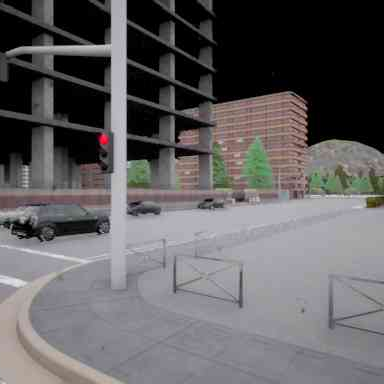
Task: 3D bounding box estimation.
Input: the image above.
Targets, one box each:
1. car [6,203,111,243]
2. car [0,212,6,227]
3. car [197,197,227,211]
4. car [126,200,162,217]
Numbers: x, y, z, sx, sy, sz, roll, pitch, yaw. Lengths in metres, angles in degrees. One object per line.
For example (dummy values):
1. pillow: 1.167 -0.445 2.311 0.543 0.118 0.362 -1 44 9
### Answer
1. car: -6.078 1.295 16.169 2.097 1.767 4.553 0 0 37
2. car: -10.817 1.543 21.886 1.895 1.301 4.718 0 0 35
3. car: 2.472 1.442 40.621 1.837 1.490 4.892 0 2 35
4. car: -4.718 1.468 30.473 1.812 1.442 4.674 0 0 35
